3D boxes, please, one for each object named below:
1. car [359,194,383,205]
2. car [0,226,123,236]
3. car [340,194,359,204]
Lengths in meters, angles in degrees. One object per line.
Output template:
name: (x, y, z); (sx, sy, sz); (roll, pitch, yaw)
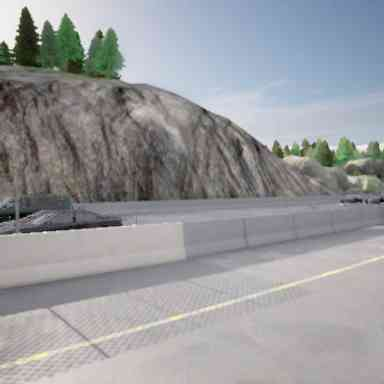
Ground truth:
car: (27.156, 1.049, 48.889); (4.902, 1.511, 2.128); (-1, 0, -40)
car: (-5.221, 1.450, 13.301); (5.008, 1.535, 1.882); (-1, 0, -37)
car: (24.762, 1.087, 51.452); (4.674, 1.442, 1.812); (0, 0, -40)
